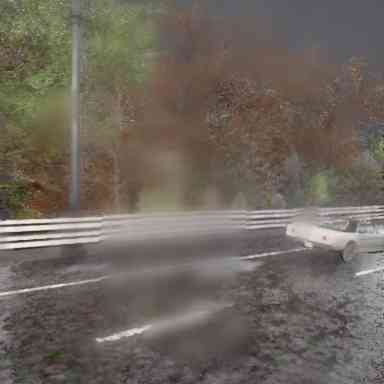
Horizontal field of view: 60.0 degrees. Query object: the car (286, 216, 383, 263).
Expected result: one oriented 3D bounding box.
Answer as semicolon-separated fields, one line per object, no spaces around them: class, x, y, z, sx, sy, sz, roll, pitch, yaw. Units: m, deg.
car;5.696;1.578;12.103;4.718;1.301;1.895;4;2;-34
